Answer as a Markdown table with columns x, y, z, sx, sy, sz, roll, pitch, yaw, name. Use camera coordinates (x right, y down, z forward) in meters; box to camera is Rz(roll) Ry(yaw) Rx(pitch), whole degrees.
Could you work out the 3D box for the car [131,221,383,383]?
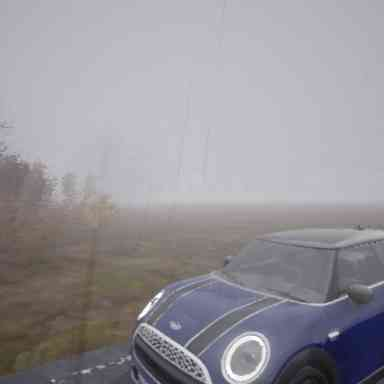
| x | y | z | sx | sy | sz | roll | pitch | yaw | name |
| --- | --- | --- | --- | --- | --- | --- | --- | --- | --- |
| 1.501 | 1.347 | 4.454 | 4.553 | 1.767 | 2.097 | 0 | 0 | -36 | car |
